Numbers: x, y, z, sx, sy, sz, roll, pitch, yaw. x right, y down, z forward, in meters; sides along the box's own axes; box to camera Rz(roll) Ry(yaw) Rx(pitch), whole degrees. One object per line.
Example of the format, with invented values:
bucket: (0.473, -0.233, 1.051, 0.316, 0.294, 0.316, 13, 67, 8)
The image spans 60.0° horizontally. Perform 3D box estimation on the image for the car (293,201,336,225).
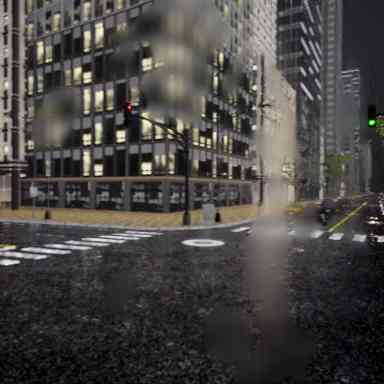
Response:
car: (9.207, 1.620, 24.783, 1.994, 1.385, 4.181, 1, 0, 30)

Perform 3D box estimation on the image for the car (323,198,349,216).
car: (14.354, 1.643, 33.943, 2.033, 1.411, 5.357, 1, 0, 30)

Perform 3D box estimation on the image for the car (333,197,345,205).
car: (29.106, 1.715, 65.638, 1.752, 1.417, 4.829, 0, 0, 29)

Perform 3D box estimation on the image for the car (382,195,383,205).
car: (39.266, 1.613, 66.632, 2.192, 1.841, 5.009, 0, 0, 29)

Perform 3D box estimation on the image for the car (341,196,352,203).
car: (37.450, 1.795, 80.546, 2.008, 1.369, 4.403, 0, 0, 29)

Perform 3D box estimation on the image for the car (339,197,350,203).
car: (34.697, 1.808, 75.626, 1.802, 1.307, 4.206, 0, 0, 29)

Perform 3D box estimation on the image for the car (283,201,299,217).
car: (9.830, 1.576, 31.198, 1.752, 1.417, 4.829, 0, 0, 29)

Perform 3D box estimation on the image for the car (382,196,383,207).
car: (33.757, 1.576, 56.789, 2.192, 1.841, 5.009, 0, 0, 29)

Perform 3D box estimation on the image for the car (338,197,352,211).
car: (19.944, 1.663, 43.910, 1.812, 1.442, 4.674, 1, 0, 30)

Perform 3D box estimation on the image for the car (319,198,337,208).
car: (20.928, 1.699, 51.027, 1.947, 1.339, 4.313, 0, 0, 29)
